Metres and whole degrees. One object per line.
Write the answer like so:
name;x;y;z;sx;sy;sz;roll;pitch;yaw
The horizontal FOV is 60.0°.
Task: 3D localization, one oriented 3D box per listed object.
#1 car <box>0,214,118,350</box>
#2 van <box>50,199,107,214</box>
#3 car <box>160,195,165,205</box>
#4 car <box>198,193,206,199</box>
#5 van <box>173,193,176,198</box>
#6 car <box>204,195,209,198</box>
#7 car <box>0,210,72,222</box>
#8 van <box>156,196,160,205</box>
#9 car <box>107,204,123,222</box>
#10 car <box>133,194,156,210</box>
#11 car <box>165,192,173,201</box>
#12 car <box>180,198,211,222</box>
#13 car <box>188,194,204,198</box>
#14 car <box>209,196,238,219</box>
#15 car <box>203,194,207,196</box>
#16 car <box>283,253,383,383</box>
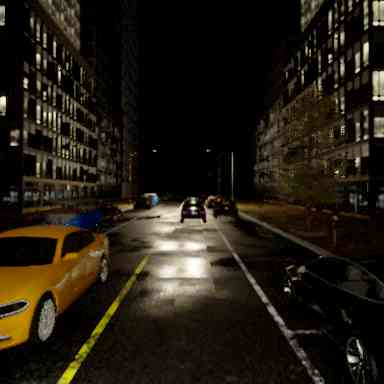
car;-3.033;1.443;6.495;1.882;1.535;5.008;0;0;0
van;-5.688;1.254;16.329;1.690;1.788;3.998;0;0;0
car;-5.695;1.287;50.483;1.947;1.339;4.313;0;0;0
car;2.680;1.040;90.311;2.008;1.369;4.403;0;0;0
van;-5.699;0.863;84.633;1.690;1.788;3.998;0;0;0
car;2.688;1.369;39.085;1.802;1.307;4.206;0;0;0
car;-5.689;1.488;10.637;1.887;1.381;4.507;0;0;0
van;-5.692;1.095;44.789;1.690;1.788;3.998;0;0;0
car;-5.690;1.464;22.022;1.802;1.307;4.206;0;0;0
car;-5.692;1.226;39.097;1.967;1.590;4.097;0;0;0
car;-5.698;1.116;73.080;1.752;1.417;4.829;0;0;0
car;0.095;1.415;24.672;2.033;1.411;5.357;0;0;0
car;0.094;1.322;41.336;2.033;1.411;5.357;0;0;0
car;2.690;1.291;27.700;1.967;1.590;4.097;0;0;0
car;2.687;1.279;44.947;1.752;1.417;4.829;0;0;0
car;2.693;1.540;4.934;1.947;1.339;4.313;0;0;0
